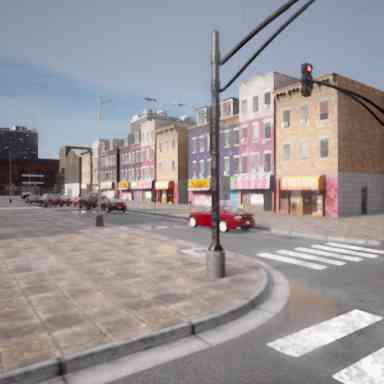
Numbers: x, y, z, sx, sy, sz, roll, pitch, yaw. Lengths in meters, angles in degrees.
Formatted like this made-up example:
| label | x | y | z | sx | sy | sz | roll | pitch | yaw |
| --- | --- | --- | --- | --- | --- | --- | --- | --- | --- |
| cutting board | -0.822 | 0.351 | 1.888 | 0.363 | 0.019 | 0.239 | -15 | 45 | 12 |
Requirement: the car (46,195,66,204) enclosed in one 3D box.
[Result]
| label | x | y | z | sx | sy | sz | roll | pitch | yaw |
| --- | --- | --- | --- | --- | --- | --- | --- | --- | --- |
| car | -20.399 | 1.088 | 49.819 | 1.802 | 1.307 | 4.206 | 0 | 0 | -35 |

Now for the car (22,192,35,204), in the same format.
| label | x | y | z | sx | sy | sz | roll | pitch | yaw |
| --- | --- | --- | --- | --- | --- | --- | --- | --- | --- |
| car | -23.465 | 1.045 | 49.579 | 2.033 | 1.411 | 5.357 | 0 | 1 | -35 |

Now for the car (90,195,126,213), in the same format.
| label | x | y | z | sx | sy | sz | roll | pitch | yaw |
| --- | --- | --- | --- | --- | --- | --- | --- | --- | --- |
| car | -7.855 | 1.242 | 32.051 | 1.887 | 1.381 | 4.507 | 0 | 0 | -35 |

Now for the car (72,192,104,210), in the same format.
| label | x | y | z | sx | sy | sz | roll | pitch | yaw |
| --- | --- | --- | --- | --- | --- | --- | --- | --- | --- |
| car | -10.988 | 0.962 | 36.492 | 2.192 | 1.841 | 5.009 | 0 | 0 | -35 |

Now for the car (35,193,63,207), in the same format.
| label | x | y | z | sx | sy | sz | roll | pitch | yaw |
| --- | --- | --- | --- | --- | --- | --- | --- | --- | --- |
| car | -17.606 | 0.935 | 41.360 | 2.097 | 1.767 | 4.553 | 0 | 1 | -35 |

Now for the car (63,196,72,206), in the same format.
| label | x | y | z | sx | sy | sz | roll | pitch | yaw |
| --- | --- | --- | --- | --- | --- | --- | --- | --- | --- |
| car | -14.127 | 1.181 | 40.936 | 1.802 | 1.307 | 4.206 | 0 | 0 | -35 |

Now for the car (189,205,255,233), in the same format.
| label | x | y | z | sx | sy | sz | roll | pitch | yaw |
| --- | --- | --- | --- | --- | --- | --- | --- | --- | --- |
| car | 1.552 | 1.400 | 18.726 | 1.887 | 1.381 | 4.507 | 1 | 0 | -35 |

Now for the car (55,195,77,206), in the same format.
| label | x | y | z | sx | sy | sz | roll | pitch | yaw |
| --- | --- | --- | --- | --- | --- | --- | --- | --- | --- |
| car | -17.263 | 1.133 | 45.377 | 1.802 | 1.307 | 4.206 | 0 | 0 | -35 |

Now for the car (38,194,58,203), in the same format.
| label | x | y | z | sx | sy | sz | roll | pitch | yaw |
| --- | --- | --- | --- | --- | --- | --- | --- | --- | --- |
| car | -23.534 | 1.012 | 54.261 | 2.008 | 1.369 | 4.403 | 0 | 0 | -35 |
